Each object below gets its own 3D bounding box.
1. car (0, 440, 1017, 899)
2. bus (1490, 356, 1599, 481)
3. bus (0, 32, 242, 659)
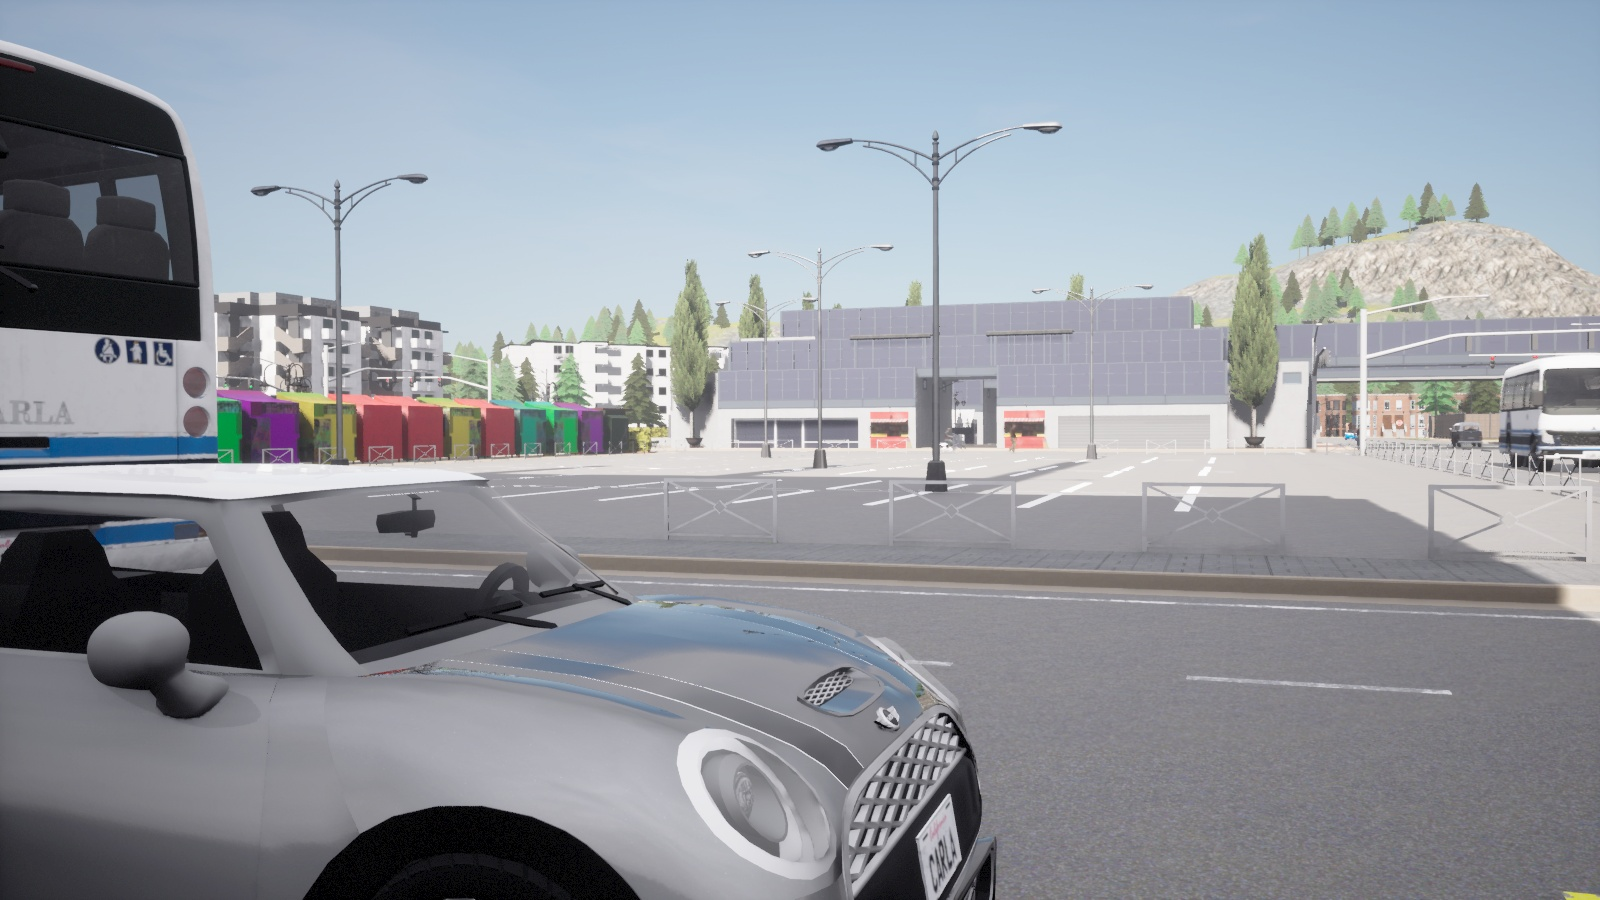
[{"bbox_3d":[-1.428,0.728,3.672,3.806,1.475,1.970,1,1,18],"label":"car"},{"bbox_3d":[28.994,-1.144,47.346,3.944,4.253,10.273,0,1,22],"label":"bus"},{"bbox_3d":[-10.050,-0.760,10.766,10.273,4.253,3.944,1,1,26],"label":"bus"}]
